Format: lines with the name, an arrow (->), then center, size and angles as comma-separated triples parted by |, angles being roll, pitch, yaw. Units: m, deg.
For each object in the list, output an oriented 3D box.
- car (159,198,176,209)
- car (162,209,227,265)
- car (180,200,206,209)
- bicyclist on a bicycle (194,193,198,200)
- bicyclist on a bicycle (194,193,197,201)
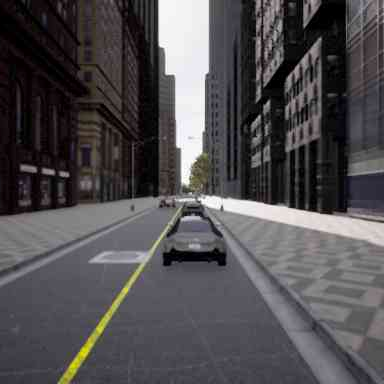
car -> -3.091, 1.411, 42.456 | 1.994, 1.385, 4.181 | 0, 0, 0
car -> 0.083, 1.521, 11.574 | 1.994, 1.385, 4.181 | 0, 0, 0
car -> 0.084, 1.404, 27.653 | 1.837, 1.490, 4.892 | 0, 1, 0
bicyclist on a bicycle -> 0.813, 1.220, 64.804 | 0.866, 1.612, 1.509 | 0, 0, 0
bicyclist on a bicycle -> 0.814, 1.136, 73.801 | 0.659, 1.776, 1.843 | 0, 0, 0
